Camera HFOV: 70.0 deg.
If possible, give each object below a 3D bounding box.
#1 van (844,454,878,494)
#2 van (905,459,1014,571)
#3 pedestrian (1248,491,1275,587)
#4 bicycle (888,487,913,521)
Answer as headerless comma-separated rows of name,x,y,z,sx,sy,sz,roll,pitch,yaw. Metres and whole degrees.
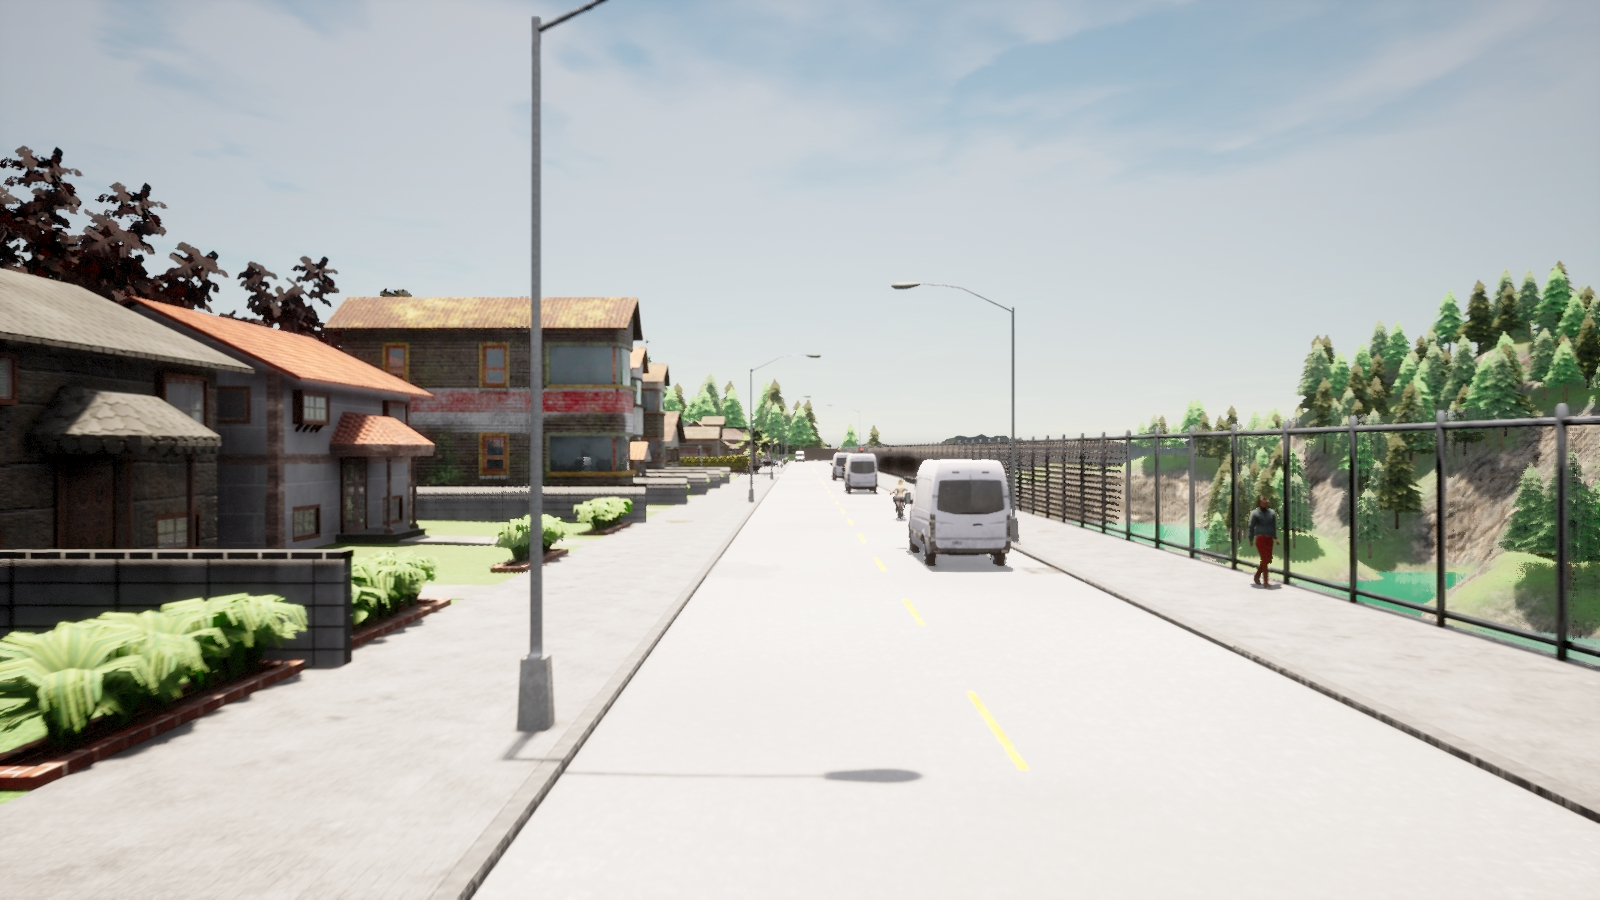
van,3.997,1.534,75.642,1.988,2.561,5.915,0,0,0
van,3.997,1.535,29.654,1.988,2.561,5.915,0,0,0
pedestrian,9.071,1.743,22.443,0.375,1.860,0.375,0,0,-1
bicycle,4.016,2.158,45.851,0.859,1.276,1.487,0,0,0
